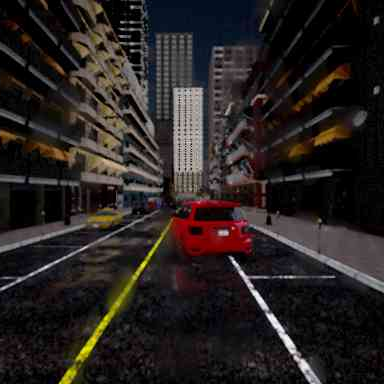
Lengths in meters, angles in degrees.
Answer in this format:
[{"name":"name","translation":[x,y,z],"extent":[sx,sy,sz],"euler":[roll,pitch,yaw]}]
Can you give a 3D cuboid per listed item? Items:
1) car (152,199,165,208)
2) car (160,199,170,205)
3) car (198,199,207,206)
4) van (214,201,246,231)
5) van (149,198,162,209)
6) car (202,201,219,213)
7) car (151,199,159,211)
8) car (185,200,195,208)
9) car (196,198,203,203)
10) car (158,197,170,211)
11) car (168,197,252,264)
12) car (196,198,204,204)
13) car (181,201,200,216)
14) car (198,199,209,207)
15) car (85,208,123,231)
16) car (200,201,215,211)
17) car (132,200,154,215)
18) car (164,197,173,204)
[{"name":"car","translation":[-6.112,2.061,61.373],"extent":[1.967,1.590,4.097],"euler":[-1,-1,0]},{"name":"car","translation":[-6.223,2.359,77.941],"extent":[1.947,1.339,4.313],"euler":[-1,-1,0]},{"name":"car","translation":[2.194,2.261,72.632],"extent":[1.752,1.417,4.829],"euler":[-1,-1,0]},{"name":"van","translation":[2.530,1.567,22.757],"extent":[1.690,1.788,3.998],"euler":[-1,-1,0]},{"name":"van","translation":[-6.075,1.905,55.851],"extent":[1.690,1.788,3.998],"euler":[-1,-1,0]},{"name":"car","translation":[2.382,2.000,44.846],"extent":[2.008,1.369,4.403],"euler":[-1,-1,0]},{"name":"car","translation":[-5.998,1.995,44.802],"extent":[1.887,1.381,4.507],"euler":[-1,-1,0]},{"name":"car","translation":[-0.296,2.134,60.322],"extent":[1.812,1.442,4.674],"euler":[0,0,0]},{"name":"car","translation":[2.046,2.517,94.552],"extent":[2.008,1.369,4.403],"euler":[-1,-1,0]},{"name":"car","translation":[-3.378,1.723,49.682],"extent":[2.150,2.045,5.566],"euler":[0,-1,0]},{"name":"car","translation":[0.512,1.347,12.587],"extent":[2.150,2.045,5.566],"euler":[0,0,-9]},{"name":"car","translation":[2.083,2.452,89.029],"extent":[1.887,1.381,4.507],"euler":[-1,-1,0]},{"name":"car","translation":[-0.163,1.886,39.399],"extent":[2.128,1.511,4.902],"euler":[0,-1,0]},{"name":"car","translation":[2.233,2.227,66.938],"extent":[2.008,1.369,4.403],"euler":[-1,-1,0]},{"name":"car","translation":[-5.848,1.751,22.540],"extent":[1.752,1.417,4.829],"euler":[0,-1,0]},{"name":"car","translation":[2.345,2.056,50.369],"extent":[2.008,1.369,4.403],"euler":[-1,-1,0]},{"name":"car","translation":[-5.960,1.960,39.278],"extent":[1.947,1.339,4.313],"euler":[-1,-1,0]},{"name":"car","translation":[-6.300,2.224,88.988],"extent":[2.192,1.841,5.009],"euler":[-1,-1,0]}]
